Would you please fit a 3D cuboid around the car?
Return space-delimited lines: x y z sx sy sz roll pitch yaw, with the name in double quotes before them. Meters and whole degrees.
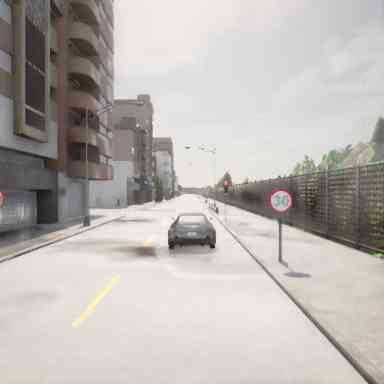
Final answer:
"car" 0.000 1.569 14.650 1.994 1.385 4.181 0 0 0
